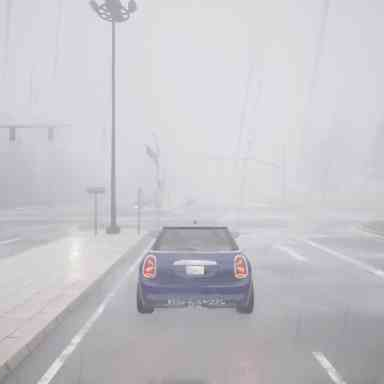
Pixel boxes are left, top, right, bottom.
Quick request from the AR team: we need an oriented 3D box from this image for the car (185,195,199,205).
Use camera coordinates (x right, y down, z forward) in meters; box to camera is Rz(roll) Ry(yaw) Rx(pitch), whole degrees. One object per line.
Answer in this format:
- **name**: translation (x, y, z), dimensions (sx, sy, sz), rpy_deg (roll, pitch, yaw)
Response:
- **car**: translation (-0.157, 1.526, 54.615), dimensions (1.812, 1.442, 4.674), rpy_deg (0, 0, -1)

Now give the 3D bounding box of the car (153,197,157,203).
- **car**: translation (-8.364, 1.547, 65.589), dimensions (2.033, 1.411, 5.357), rpy_deg (0, 0, 0)

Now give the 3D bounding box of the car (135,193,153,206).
- **car**: translation (-8.266, 1.352, 55.975), dimensions (2.097, 1.767, 4.553), rpy_deg (0, 0, -1)

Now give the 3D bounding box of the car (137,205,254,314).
- **car**: translation (0.071, 1.352, 7.796), dimensions (2.097, 1.767, 4.553), rpy_deg (0, 0, 0)
